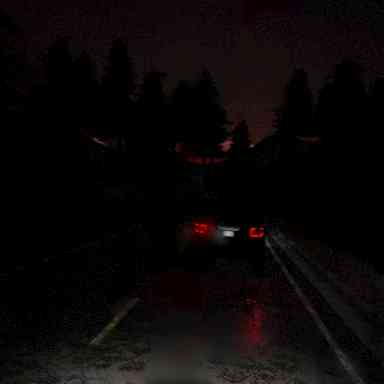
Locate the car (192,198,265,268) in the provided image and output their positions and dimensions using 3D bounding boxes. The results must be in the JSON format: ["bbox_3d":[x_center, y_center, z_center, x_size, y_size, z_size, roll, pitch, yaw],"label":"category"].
[{"bbox_3d":[1.342,1.268,11.869,2.150,2.045,5.566,3,0,7],"label":"car"}]
